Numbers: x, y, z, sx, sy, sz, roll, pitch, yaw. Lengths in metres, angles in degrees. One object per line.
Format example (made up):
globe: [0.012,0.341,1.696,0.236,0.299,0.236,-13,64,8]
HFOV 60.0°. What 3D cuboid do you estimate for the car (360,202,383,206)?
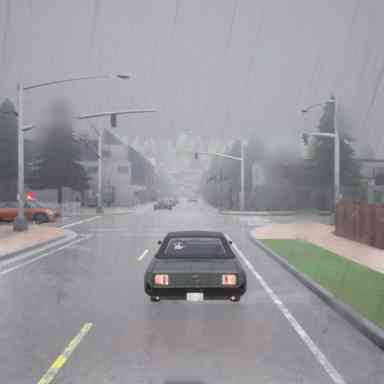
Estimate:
car: [15.323,1.582,29.261,4.718,1.301,1.895,0,0,-8]

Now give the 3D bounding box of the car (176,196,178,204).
car: [-3.551,1.525,52.229,1.812,1.442,4.674,0,0,0]

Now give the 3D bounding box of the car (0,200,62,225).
car: [-11.733,1.367,23.592,4.553,1.767,2.097,0,0,-2]

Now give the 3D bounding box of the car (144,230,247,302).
car: [0.075,1.601,8.208,1.895,1.301,4.718,0,0,0]

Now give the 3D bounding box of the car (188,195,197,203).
car: [0.061,1.595,71.439,1.895,1.301,4.718,0,0,0]

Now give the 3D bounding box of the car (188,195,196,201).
car: [0.067,1.477,81.475,1.882,1.535,5.008,0,0,0]

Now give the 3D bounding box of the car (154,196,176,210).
car: [-3.564,1.352,41.994,2.097,1.767,4.553,0,0,0]
